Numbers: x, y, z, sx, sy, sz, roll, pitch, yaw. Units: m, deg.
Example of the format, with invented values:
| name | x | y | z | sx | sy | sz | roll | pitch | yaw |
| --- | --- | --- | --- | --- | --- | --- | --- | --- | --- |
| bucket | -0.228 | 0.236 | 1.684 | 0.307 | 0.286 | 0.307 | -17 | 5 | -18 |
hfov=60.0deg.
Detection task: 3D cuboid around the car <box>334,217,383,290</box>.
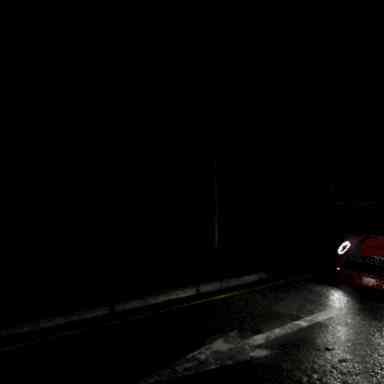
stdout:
| name | x | y | z | sx | sy | sz | roll | pitch | yaw |
| --- | --- | --- | --- | --- | --- | --- | --- | --- | --- |
| car | 5.674 | 1.356 | 8.530 | 4.553 | 1.767 | 2.097 | 0 | 0 | -36 |
